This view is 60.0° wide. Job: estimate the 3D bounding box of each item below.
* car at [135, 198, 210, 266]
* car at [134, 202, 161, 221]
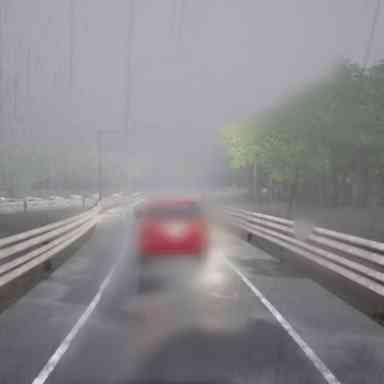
[{"bbox_3d":[-0.751,1.240,11.849,2.150,2.045,5.566,0,0,-7],"label":"car"},{"bbox_3d":[-3.898,1.590,28.779,1.994,1.385,4.181,0,0,-12],"label":"car"}]
